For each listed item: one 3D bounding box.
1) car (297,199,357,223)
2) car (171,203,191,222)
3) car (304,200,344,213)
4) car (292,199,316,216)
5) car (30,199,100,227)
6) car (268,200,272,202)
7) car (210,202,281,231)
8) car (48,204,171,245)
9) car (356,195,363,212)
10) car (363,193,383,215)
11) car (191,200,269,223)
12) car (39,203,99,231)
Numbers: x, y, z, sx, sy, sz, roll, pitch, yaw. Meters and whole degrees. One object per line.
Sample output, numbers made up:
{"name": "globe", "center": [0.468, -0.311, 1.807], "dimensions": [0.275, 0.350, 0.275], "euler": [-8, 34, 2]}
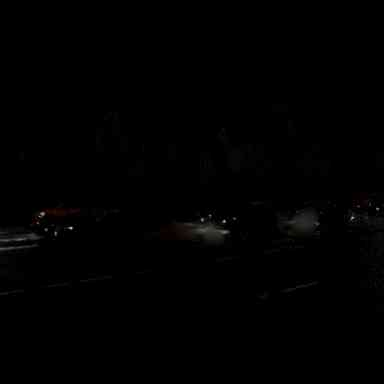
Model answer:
{"name": "car", "center": [10.368, 1.523, 25.483], "dimensions": [4.181, 1.385, 1.994], "euler": [0, 0, -35]}
{"name": "car", "center": [-0.714, 1.540, 26.202], "dimensions": [4.181, 1.385, 1.994], "euler": [0, 0, -36]}
{"name": "car", "center": [14.832, 1.542, 37.168], "dimensions": [4.718, 1.301, 1.895], "euler": [0, 0, -35]}
{"name": "car", "center": [11.144, 1.458, 30.307], "dimensions": [4.892, 1.490, 1.837], "euler": [0, 0, -35]}
{"name": "car", "center": [-7.744, 1.344, 21.192], "dimensions": [4.553, 1.767, 2.097], "euler": [0, 0, -35]}
{"name": "car", "center": [6.420, 1.486, 31.252], "dimensions": [4.674, 1.442, 1.812], "euler": [0, 0, -35]}
{"name": "car", "center": [3.510, 1.539, 20.615], "dimensions": [4.181, 1.385, 1.994], "euler": [0, 0, -35]}
{"name": "car", "center": [-3.741, 1.483, 15.449], "dimensions": [4.902, 1.511, 2.128], "euler": [0, 0, -36]}
{"name": "car", "center": [19.642, 1.155, 36.284], "dimensions": [5.566, 2.045, 2.150], "euler": [0, 0, -35]}
{"name": "car", "center": [18.945, 1.161, 31.506], "dimensions": [5.566, 2.045, 2.150], "euler": [0, 0, -35]}
{"name": "car", "center": [2.885, 1.520, 24.469], "dimensions": [5.357, 1.411, 2.033], "euler": [0, 0, -35]}
{"name": "car", "center": [-5.338, 1.538, 18.653], "dimensions": [5.357, 1.411, 2.033], "euler": [0, 0, -35]}
